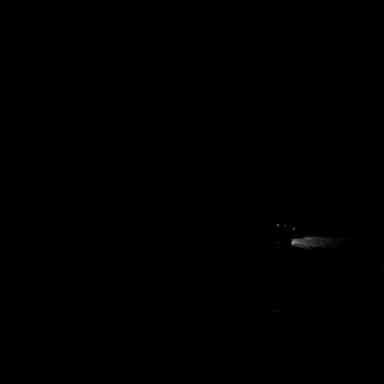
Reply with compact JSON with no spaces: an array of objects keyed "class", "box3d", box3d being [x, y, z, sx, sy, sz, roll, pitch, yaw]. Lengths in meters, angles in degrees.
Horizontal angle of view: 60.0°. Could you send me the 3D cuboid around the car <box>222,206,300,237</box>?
[{"class":"car","box3d":[3.717,1.607,18.694,1.837,1.490,4.892,0,1,-35]}]
